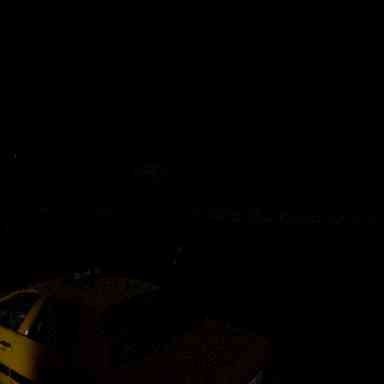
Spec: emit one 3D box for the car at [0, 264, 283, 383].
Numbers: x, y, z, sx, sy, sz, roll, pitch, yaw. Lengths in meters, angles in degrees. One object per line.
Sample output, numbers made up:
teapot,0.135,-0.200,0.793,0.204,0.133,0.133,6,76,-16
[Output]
car,-1.432,1.562,3.973,4.829,1.417,1.752,-1,0,35
